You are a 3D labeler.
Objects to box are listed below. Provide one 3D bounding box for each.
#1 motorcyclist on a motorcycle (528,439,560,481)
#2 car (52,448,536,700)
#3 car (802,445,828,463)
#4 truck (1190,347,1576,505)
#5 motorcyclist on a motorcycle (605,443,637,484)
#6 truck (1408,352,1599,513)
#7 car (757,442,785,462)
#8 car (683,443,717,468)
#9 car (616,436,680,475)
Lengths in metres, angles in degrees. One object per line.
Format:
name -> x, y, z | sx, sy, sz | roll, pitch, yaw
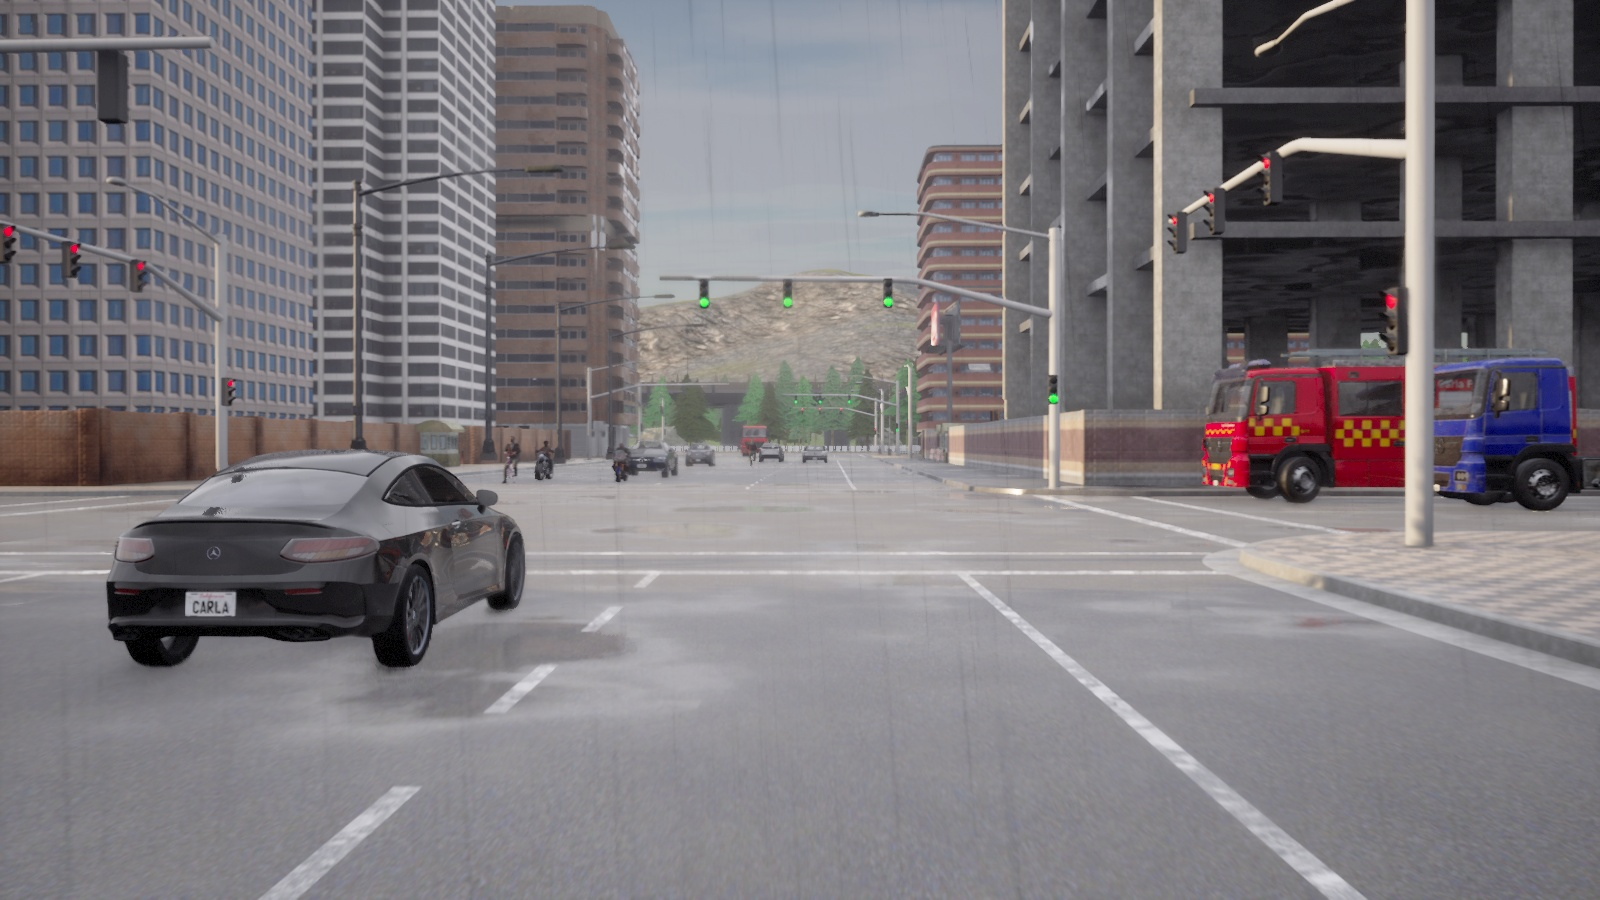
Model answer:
motorcyclist on a motorcycle -> -10.304, 0.403, 50.568 | 0.766, 1.649, 2.350 | 0, 0, 1
car -> -3.431, 0.715, 9.637 | 1.812, 1.442, 4.674 | 0, 0, 0
car -> 1.148, 0.314, 94.679 | 1.895, 1.301, 4.718 | 0, 0, 1
truck -> 14.613, -0.587, 31.984 | 8.468, 3.827, 2.891 | 0, 0, 1
motorcyclist on a motorcycle -> -6.852, 0.504, 48.247 | 0.866, 1.530, 2.191 | 0, 0, 1
truck -> 18.451, -0.381, 28.442 | 7.936, 3.462, 2.891 | 0, 0, 1
car -> -2.253, 0.132, 99.311 | 2.007, 1.525, 4.514 | 0, 0, 1
car -> -6.231, 0.313, 78.419 | 1.845, 1.501, 3.633 | 0, 0, 0
car -> -6.690, 0.205, 55.844 | 2.152, 1.651, 5.027 | 0, 0, 1
